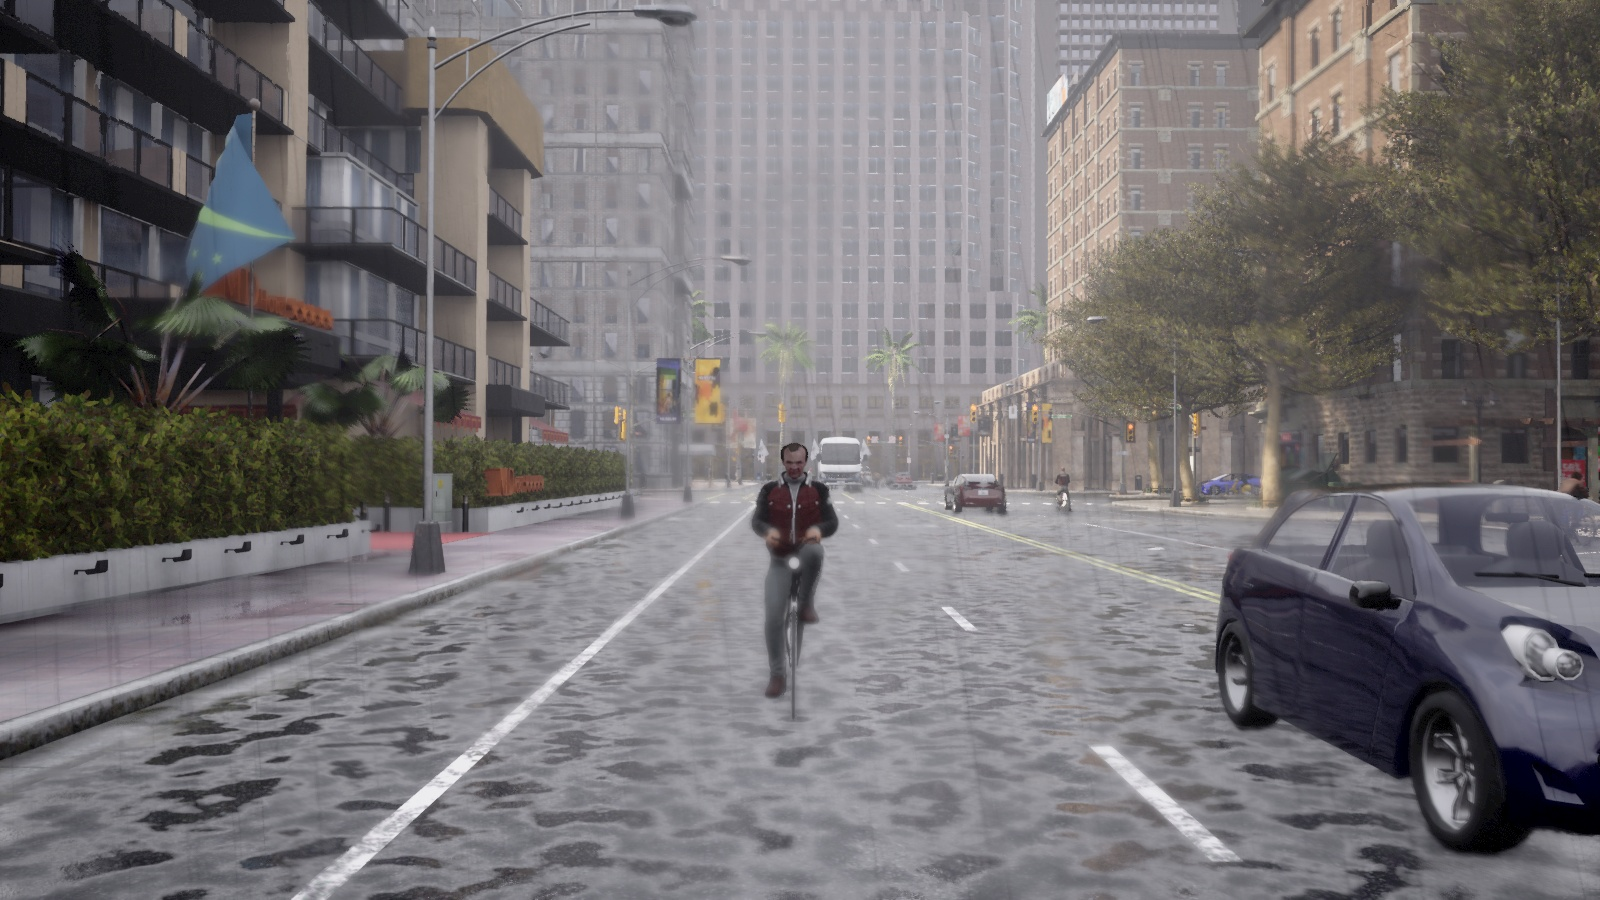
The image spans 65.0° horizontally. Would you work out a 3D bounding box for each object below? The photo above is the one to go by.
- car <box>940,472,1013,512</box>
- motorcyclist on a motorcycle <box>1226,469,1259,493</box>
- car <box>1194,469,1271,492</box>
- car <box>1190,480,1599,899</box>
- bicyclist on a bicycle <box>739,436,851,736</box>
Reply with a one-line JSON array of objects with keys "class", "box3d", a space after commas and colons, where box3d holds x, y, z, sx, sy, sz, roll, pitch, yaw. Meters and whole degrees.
[{"class": "car", "box3d": [6.819, 1.608, 48.996, 2.163, 1.488, 4.792, 0, -1, 0]}, {"class": "motorcyclist on a motorcycle", "box3d": [28.779, 2.021, 81.705, 1.817, 1.590, 0.866, 0, -1, 1]}, {"class": "car", "box3d": [29.324, 2.072, 85.222, 4.514, 1.525, 2.007, 0, -1, 1]}, {"class": "car", "box3d": [3.475, 0.921, 6.353, 1.845, 1.501, 3.633, 0, -1, 0]}, {"class": "bicyclist on a bicycle", "box3d": [-0.033, 0.826, 8.390, 0.659, 1.776, 1.843, 0, -1, 0]}]
